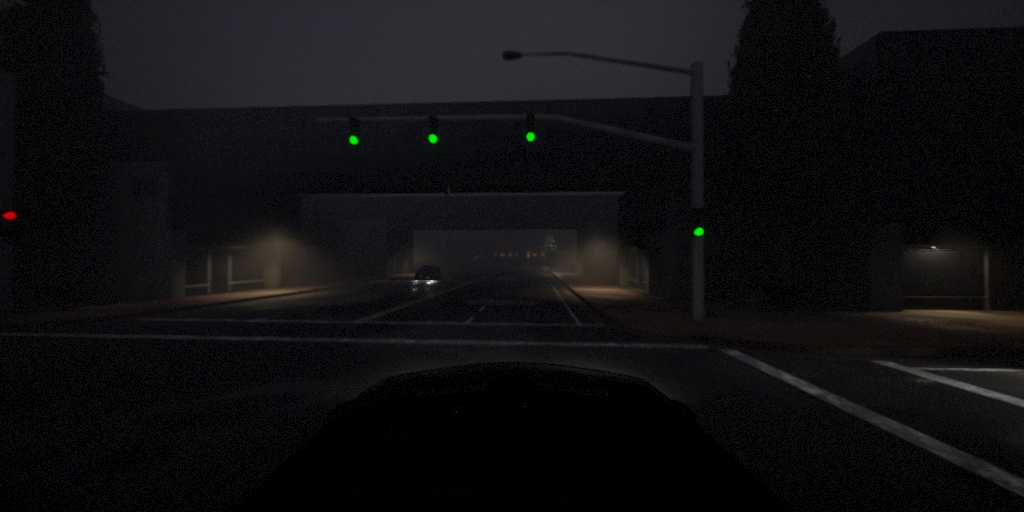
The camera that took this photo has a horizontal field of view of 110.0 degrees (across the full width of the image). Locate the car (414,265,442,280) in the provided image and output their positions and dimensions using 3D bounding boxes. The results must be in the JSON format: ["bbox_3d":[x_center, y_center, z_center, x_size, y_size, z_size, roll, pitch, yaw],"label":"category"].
[{"bbox_3d":[-8.607,1.702,36.995,1.837,1.490,4.892,0,1,4],"label":"car"}]
